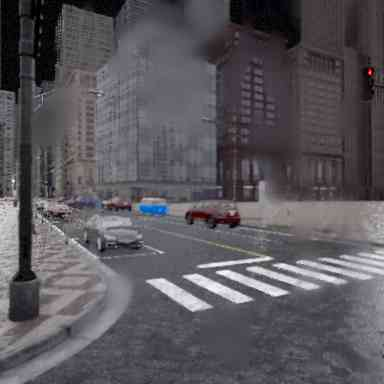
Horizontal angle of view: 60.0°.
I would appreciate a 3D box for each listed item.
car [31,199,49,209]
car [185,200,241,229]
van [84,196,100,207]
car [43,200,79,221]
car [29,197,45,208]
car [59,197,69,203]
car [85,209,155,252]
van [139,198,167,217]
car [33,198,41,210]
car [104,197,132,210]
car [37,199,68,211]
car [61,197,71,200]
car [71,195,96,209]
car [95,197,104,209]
[{"bbox_3d":[-21.889,1.725,47.723,2.008,1.369,4.403,1,-1,-29],"label":"car"},{"bbox_3d":[1.400,1.473,23.144,2.192,1.841,5.009,1,-1,-29],"label":"car"},{"bbox_3d":[-17.054,1.612,56.616,1.690,1.788,3.998,1,-1,-29],"label":"van"},{"bbox_3d":[-11.346,1.652,28.598,1.887,1.381,4.507,1,-1,-29],"label":"car"},{"bbox_3d":[-24.523,1.637,52.505,1.967,1.590,4.097,1,-1,-29],"label":"car"},{"bbox_3d":[-32.872,2.017,85.300,1.887,1.381,4.507,1,-1,-29],"label":"car"},{"bbox_3d":[-3.440,1.626,14.254,2.008,1.369,4.403,2,-1,-29],"label":"car"},{"bbox_3d":[-3.873,1.522,32.707,1.690,1.788,3.998,1,-1,-29],"label":"van"},{"bbox_3d":[-19.253,1.706,42.941,2.008,1.369,4.403,1,-1,-29],"label":"car"},{"bbox_3d":[-9.144,1.527,42.271,2.192,1.841,5.009,1,-1,-29],"label":"car"},{"bbox_3d":[-13.982,1.672,33.378,2.008,1.369,4.403,1,-1,-29],"label":"car"},{"bbox_3d":[-20.978,1.813,58.434,2.033,1.411,5.357,1,-1,-31],"label":"car"},{"bbox_3d":[-15.907,1.442,49.203,2.150,2.045,5.566,1,-1,-29],"label":"car"},{"bbox_3d":[-11.784,1.780,47.050,2.008,1.369,4.403,1,-1,-29],"label":"car"}]
